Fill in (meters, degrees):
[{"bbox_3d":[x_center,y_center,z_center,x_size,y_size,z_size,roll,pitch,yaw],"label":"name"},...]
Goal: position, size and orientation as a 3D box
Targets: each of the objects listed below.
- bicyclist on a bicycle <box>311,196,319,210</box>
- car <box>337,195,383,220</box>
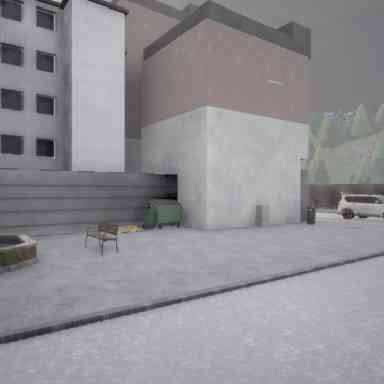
[{"bbox_3d":[14.704,1.349,39.842,1.656,1.620,0.582,0,0,-36],"label":"bicyclist on a bicycle"},{"bbox_3d":[14.082,1.221,25.675,2.150,2.045,5.566,0,0,-31],"label":"car"}]
